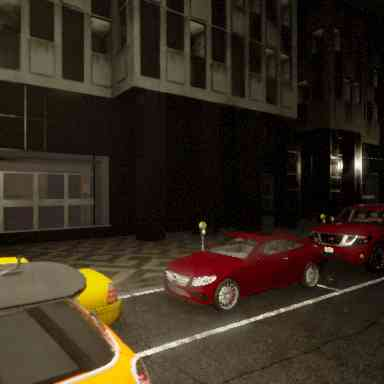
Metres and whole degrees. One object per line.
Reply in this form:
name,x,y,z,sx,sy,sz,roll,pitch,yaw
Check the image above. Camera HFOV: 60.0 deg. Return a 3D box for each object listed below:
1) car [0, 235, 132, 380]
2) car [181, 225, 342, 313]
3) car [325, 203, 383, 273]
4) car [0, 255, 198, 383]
car,-3.362,1.525,4.257,4.829,1.417,1.752,0,0,-35
car,1.342,1.581,7.601,4.206,1.307,1.802,0,0,-35
car,5.909,1.314,10.847,5.009,1.841,2.192,0,0,-35
car,-2.441,1.352,1.643,4.553,1.767,2.097,0,0,-35
